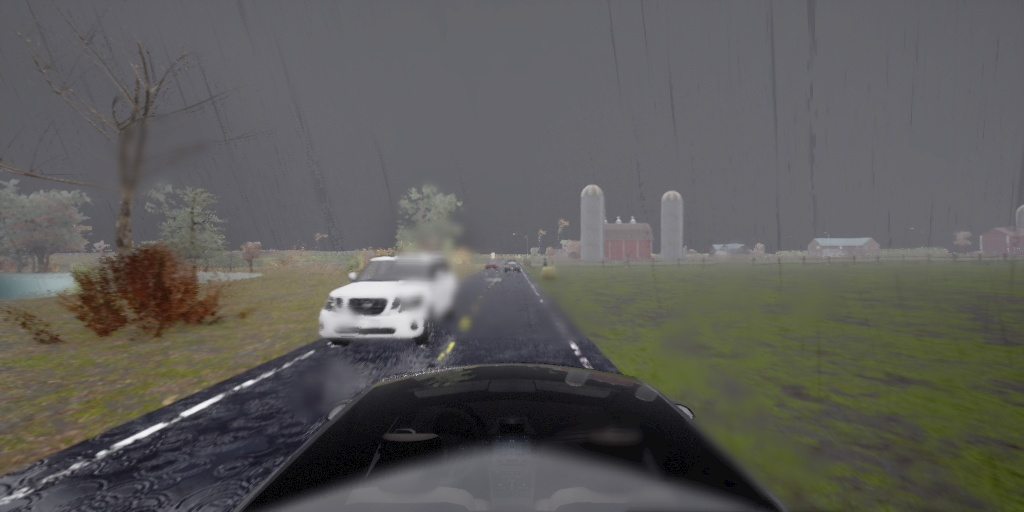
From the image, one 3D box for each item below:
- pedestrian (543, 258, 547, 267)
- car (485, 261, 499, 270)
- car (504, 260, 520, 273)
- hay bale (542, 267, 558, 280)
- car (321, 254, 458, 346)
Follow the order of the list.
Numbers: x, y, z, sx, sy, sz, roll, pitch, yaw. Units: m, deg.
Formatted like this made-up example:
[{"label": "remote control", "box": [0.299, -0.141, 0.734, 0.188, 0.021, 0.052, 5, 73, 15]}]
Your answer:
[{"label": "pedestrian", "box": [2.815, 1.036, 30.945, 0.375, 1.860, 0.375, -1, 1, -3]}, {"label": "car", "box": [-2.837, 1.374, 51.460, 1.895, 1.301, 4.718, 0, 0, 0]}, {"label": "car", "box": [0.037, 1.292, 44.125, 1.812, 1.442, 4.674, 0, 0, 1]}, {"label": "hay bale", "box": [3.115, 1.411, 29.859, 1.220, 1.180, 1.240, 0, 0, 0]}, {"label": "car", "box": [-2.853, 0.971, 9.723, 2.150, 2.045, 5.566, 0, 0, 0]}]
